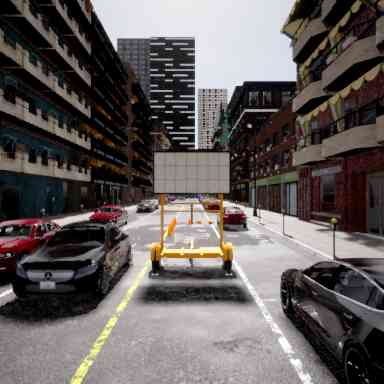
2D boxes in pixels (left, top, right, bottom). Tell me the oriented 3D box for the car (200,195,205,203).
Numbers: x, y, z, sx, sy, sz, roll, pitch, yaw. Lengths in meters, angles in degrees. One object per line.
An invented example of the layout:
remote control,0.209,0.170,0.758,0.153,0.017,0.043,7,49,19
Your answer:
car,2.552,1.582,50.211,1.887,1.381,4.507,1,0,0

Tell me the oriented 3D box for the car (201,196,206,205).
car,2.554,1.576,44.522,1.887,1.381,4.507,1,0,0

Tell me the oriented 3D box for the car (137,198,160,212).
car,-5.324,1.576,38.817,2.008,1.369,4.403,1,0,0

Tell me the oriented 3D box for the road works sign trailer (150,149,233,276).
road works sign trailer,-0.004,0.467,10.372,2.380,3.560,2.880,0,0,0

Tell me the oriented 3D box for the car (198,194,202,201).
car,2.545,1.588,67.449,1.752,1.417,4.829,0,0,0

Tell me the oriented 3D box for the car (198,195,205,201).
car,2.535,1.637,90.208,1.752,1.417,4.829,0,0,0

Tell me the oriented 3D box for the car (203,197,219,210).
car,2.556,1.607,38.831,1.802,1.307,4.206,1,0,0

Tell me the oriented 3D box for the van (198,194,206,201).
van,2.539,1.440,84.348,1.690,1.788,3.998,0,0,0

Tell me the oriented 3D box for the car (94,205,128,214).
car,-5.316,1.554,21.747,1.887,1.381,4.507,1,0,0

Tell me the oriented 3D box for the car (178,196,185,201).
car,-2.786,1.711,89.423,1.895,1.301,4.718,0,0,0

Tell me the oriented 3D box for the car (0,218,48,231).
car,-5.312,1.548,10.368,1.887,1.381,4.507,1,0,0

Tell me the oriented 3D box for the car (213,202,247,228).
car,2.563,1.591,21.762,1.802,1.307,4.206,1,0,0

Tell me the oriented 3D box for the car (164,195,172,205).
car,-5.333,1.598,61.577,1.887,1.381,4.507,1,0,0

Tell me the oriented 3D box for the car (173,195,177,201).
car,-5.343,1.643,84.335,1.887,1.381,4.507,0,0,0

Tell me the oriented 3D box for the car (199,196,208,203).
car,2.542,1.655,72.968,1.802,1.307,4.206,0,0,0

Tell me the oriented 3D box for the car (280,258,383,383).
car,2.571,1.567,4.694,1.947,1.339,4.313,1,0,0

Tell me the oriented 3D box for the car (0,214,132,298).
car,-2.755,1.528,8.686,1.812,1.442,4.674,0,0,0

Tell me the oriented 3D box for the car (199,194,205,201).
car,2.550,1.570,56.070,1.752,1.417,4.829,0,0,0
